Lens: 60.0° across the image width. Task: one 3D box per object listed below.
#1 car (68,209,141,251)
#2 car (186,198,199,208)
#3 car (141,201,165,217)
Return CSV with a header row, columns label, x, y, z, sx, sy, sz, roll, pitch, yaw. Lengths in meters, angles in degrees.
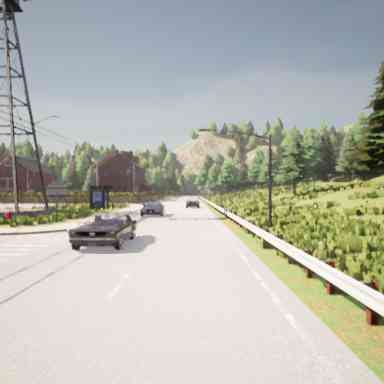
label,x,y,z,sx,sy,sz,roll,pitch,yaw
car,-3.596,1.593,14.206,1.895,1.301,4.718,0,0,0
car,0.114,1.574,48.781,1.895,1.301,4.718,0,0,0
car,-3.572,1.548,30.758,1.994,1.385,4.181,0,0,0
